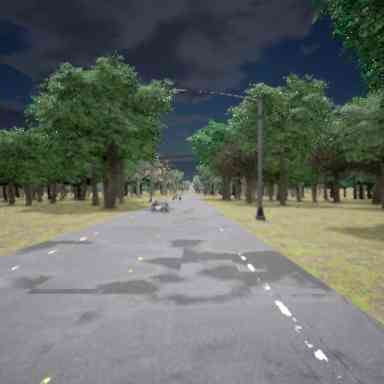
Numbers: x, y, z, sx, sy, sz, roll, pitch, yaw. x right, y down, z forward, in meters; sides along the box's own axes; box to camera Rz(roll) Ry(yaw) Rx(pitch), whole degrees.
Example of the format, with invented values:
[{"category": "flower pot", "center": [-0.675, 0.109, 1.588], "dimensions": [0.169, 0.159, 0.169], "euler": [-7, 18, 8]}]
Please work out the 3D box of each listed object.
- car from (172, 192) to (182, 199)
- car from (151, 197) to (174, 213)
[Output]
[{"category": "car", "center": [-3.463, 1.104, 78.336], "dimensions": [2.150, 2.045, 5.566], "euler": [0, 0, 0]}, {"category": "car", "center": [-3.572, 1.559, 37.903], "dimensions": [2.128, 1.511, 4.902], "euler": [0, 0, 0]}]
